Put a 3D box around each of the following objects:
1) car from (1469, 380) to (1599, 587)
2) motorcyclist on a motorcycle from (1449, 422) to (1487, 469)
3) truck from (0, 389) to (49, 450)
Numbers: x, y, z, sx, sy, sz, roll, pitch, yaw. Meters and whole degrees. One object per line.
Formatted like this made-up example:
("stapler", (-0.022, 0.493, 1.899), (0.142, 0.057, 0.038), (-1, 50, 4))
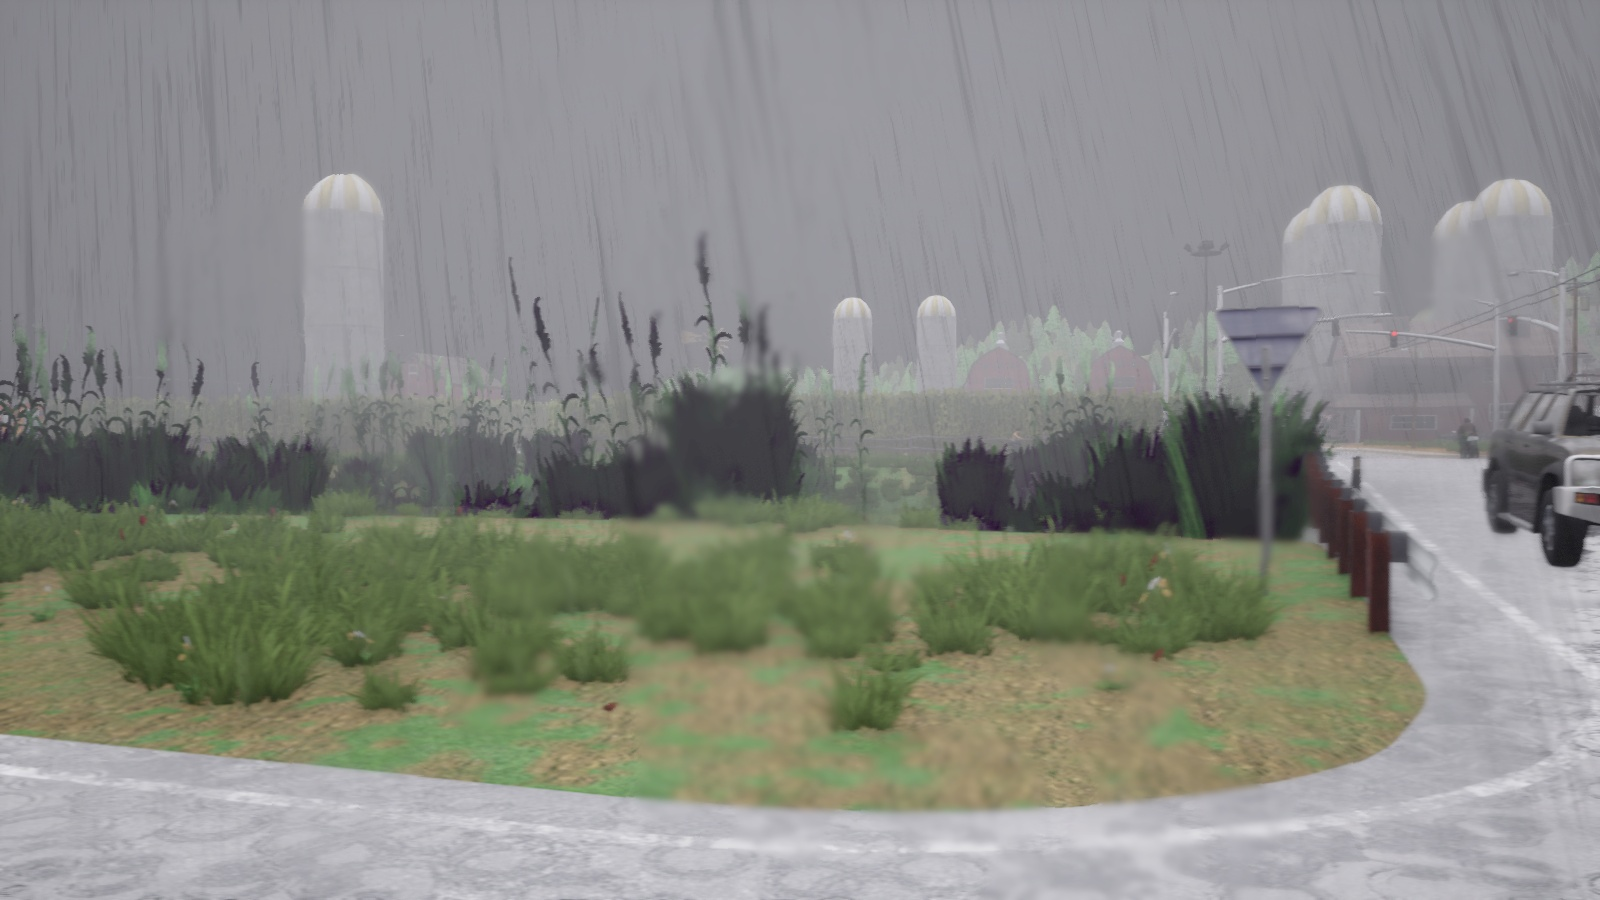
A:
("car", (8.517, 0.204, 13.210), (1.932, 1.855, 4.605), (1, 3, 20))
("motorcyclist on a motorcycle", (22.906, -0.147, 43.114), (0.797, 1.523, 2.044), (1, -2, 18))
("truck", (-53.661, -1.986, 81.767), (8.468, 3.827, 2.891), (1, 1, 12))
